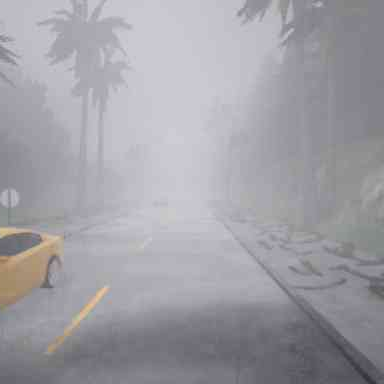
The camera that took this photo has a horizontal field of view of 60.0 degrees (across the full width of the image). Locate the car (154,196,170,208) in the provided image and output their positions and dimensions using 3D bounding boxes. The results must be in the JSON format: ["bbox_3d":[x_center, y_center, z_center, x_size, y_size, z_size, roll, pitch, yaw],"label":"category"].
[{"bbox_3d":[-4.056,1.262,45.311,1.882,1.535,5.008,0,1,0],"label":"car"}]

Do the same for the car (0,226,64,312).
[{"bbox_3d":[-4.099,1.448,6.199,1.882,1.535,5.008,0,0,0],"label":"car"}]
